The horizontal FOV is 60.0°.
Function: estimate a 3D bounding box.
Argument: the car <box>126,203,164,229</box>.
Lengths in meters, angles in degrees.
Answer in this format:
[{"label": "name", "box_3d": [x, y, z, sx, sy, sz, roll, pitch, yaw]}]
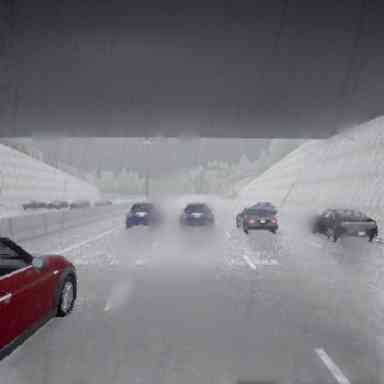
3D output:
[{"label": "car", "box_3d": [-3.117, 1.503, 22.905, 2.097, 1.767, 4.553, 0, 0, 1]}]

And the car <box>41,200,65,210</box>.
[{"label": "car", "box_3d": [-20.418, 1.914, 50.860, 2.033, 1.411, 5.357, 0, 0, 1]}]

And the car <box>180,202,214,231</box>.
[{"label": "car", "box_3d": [0.372, 1.490, 22.053, 2.097, 1.767, 4.553, 0, 0, 1]}]

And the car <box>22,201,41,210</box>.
[{"label": "car", "box_3d": [-23.920, 1.974, 50.777, 1.895, 1.301, 4.718, 0, 0, 1]}]

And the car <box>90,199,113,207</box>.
[{"label": "car", "box_3d": [-13.425, 1.830, 50.542, 1.882, 1.535, 5.008, 0, -1, 1]}]

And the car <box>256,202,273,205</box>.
[{"label": "car", "box_3d": [7.513, 1.750, 34.887, 2.033, 1.411, 5.357, 0, 0, 1]}]

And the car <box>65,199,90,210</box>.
[{"label": "car", "box_3d": [-16.927, 1.836, 50.478, 1.882, 1.535, 5.008, 0, -1, 1]}]

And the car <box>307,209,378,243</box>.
[{"label": "car", "box_3d": [7.316, 1.580, 16.699, 2.128, 1.511, 4.902, 0, 0, 1]}]

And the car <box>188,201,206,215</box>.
[{"label": "car", "box_3d": [0.541, 1.798, 37.550, 1.994, 1.385, 4.181, 0, 0, 1]}]

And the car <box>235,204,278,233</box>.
[{"label": "car", "box_3d": [3.857, 1.667, 20.446, 2.033, 1.411, 5.357, 0, 0, 1]}]

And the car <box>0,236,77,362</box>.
[{"label": "car", "box_3d": [-3.328, 1.392, 4.718, 2.097, 1.767, 4.553, 0, 0, 1]}]
